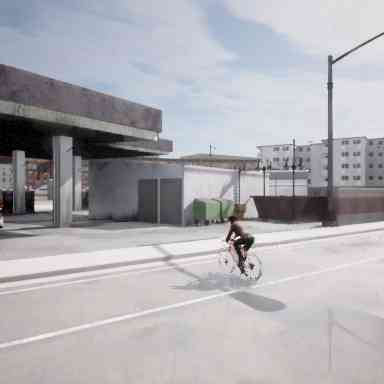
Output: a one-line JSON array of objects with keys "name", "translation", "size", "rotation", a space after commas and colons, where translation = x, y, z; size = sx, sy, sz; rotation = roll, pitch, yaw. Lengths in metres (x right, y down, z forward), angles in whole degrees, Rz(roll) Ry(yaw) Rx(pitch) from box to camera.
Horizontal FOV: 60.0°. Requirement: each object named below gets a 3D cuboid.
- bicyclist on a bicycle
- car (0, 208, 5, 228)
[{"name": "bicyclist on a bicycle", "translation": [1.226, 1.455, 8.818], "size": [0.582, 1.620, 1.656], "rotation": [0, -2, -35]}, {"name": "car", "translation": [-12.772, 1.456, 20.495], "size": [1.970, 1.475, 3.806], "rotation": [0, 0, -34]}]
